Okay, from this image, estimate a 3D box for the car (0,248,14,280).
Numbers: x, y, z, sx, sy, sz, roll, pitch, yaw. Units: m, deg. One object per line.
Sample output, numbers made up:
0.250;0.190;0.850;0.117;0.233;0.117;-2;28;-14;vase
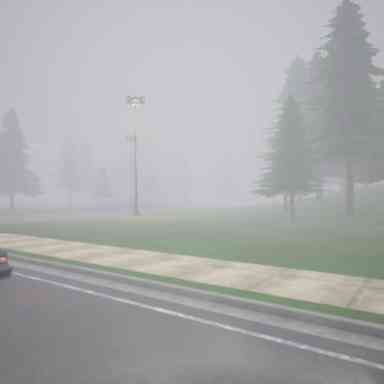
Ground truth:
-6.797;1.654;8.683;5.357;1.411;2.033;-1;0;35;car
